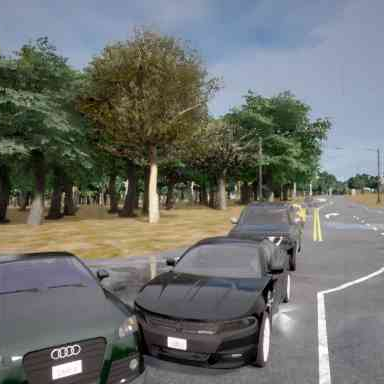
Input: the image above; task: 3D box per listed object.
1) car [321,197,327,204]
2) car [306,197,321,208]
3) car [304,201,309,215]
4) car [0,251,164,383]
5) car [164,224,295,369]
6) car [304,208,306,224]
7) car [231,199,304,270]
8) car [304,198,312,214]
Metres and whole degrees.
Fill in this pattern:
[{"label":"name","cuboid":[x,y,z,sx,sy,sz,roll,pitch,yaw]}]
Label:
[{"label":"car","cuboid":[26.661,1.696,68.703,1.812,1.442,4.674,-1,0,28]},{"label":"car","cuboid":[19.056,1.578,53.764,2.097,1.767,4.553,-1,0,26]},{"label":"car","cuboid":[7.194,1.664,24.103,1.882,1.535,5.008,-1,0,20]},{"label":"car","cuboid":[-2.319,1.643,4.992,1.994,1.385,4.181,1,-2,-33]},{"label":"car","cuboid":[0.725,1.613,6.295,1.882,1.535,5.008,-1,-2,21]},{"label":"car","cuboid":[5.054,1.774,18.346,1.895,1.301,4.718,-1,0,21]},{"label":"car","cuboid":[2.836,1.459,12.438,2.150,2.045,5.566,-2,0,20]},{"label":"car","cuboid":[11.951,1.740,36.811,1.812,1.442,4.674,-1,0,21]}]
